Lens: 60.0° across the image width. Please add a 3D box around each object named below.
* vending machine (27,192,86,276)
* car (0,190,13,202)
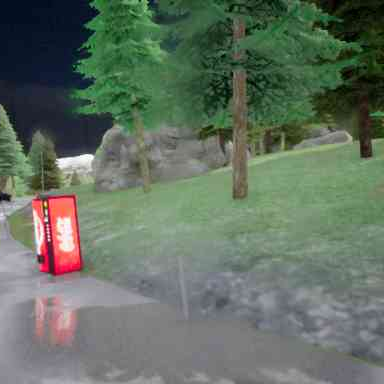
[{"bbox_3d":[-3.778,1.125,9.296,1.100,2.100,0.880,-6,0,-44],"label":"vending machine"},{"bbox_3d":[-22.091,0.541,37.555,1.812,1.442,4.674,-3,3,-5],"label":"car"}]
